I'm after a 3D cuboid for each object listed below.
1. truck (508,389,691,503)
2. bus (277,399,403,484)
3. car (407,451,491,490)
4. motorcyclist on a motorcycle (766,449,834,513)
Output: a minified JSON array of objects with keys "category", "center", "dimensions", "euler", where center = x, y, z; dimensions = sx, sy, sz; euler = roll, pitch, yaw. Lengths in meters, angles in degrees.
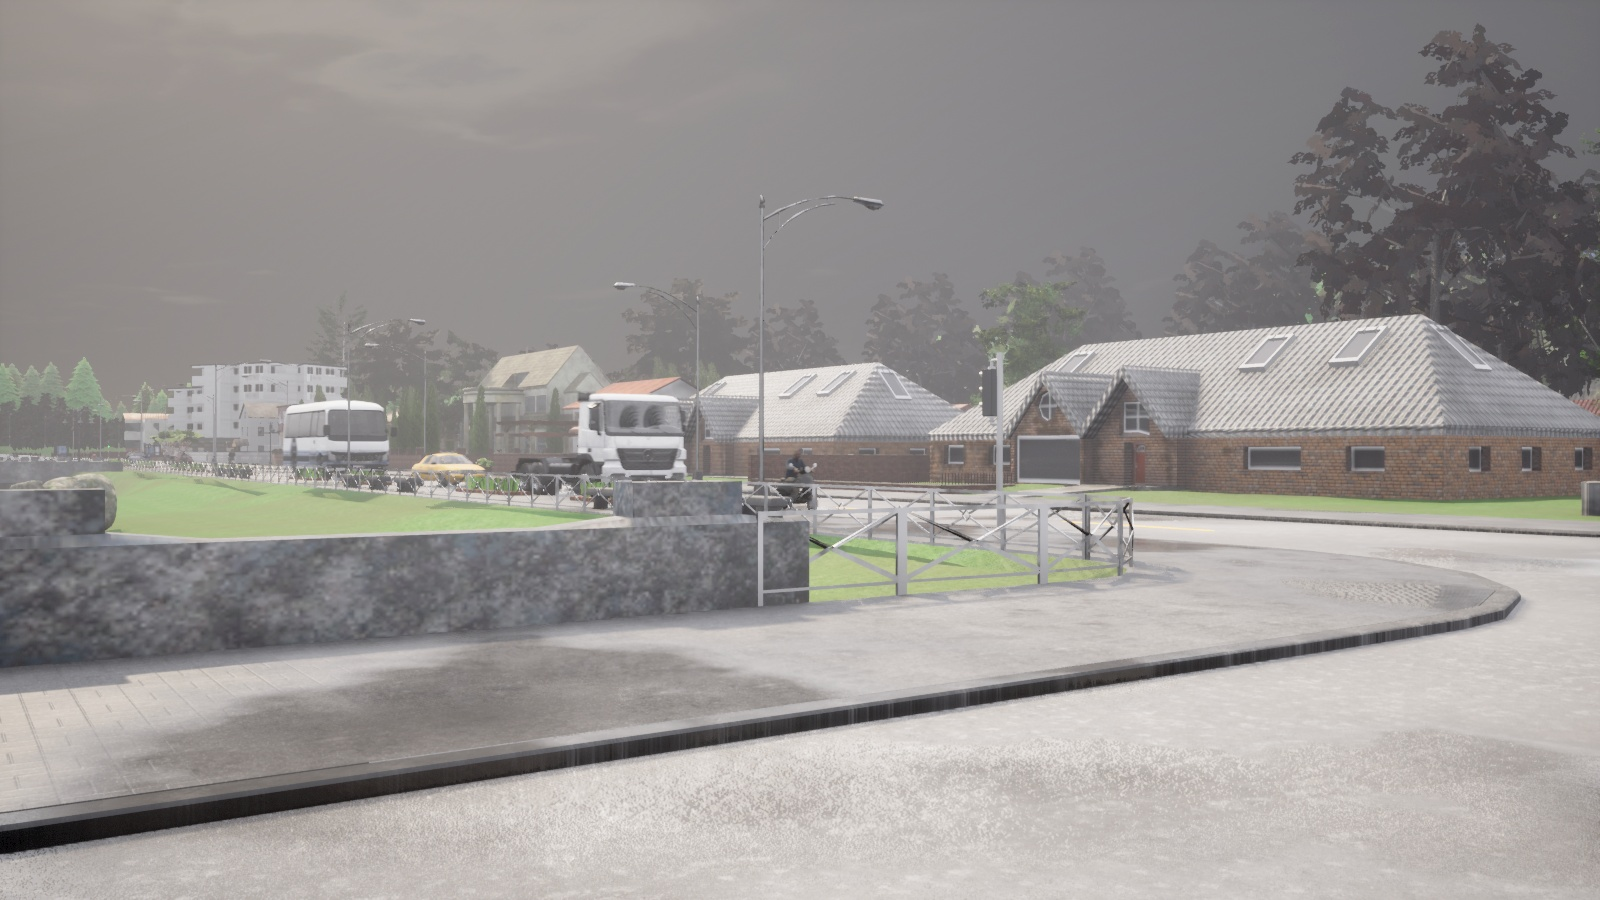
[{"category":"truck","center":[-6.899,-0.119,42.154],"dimensions":[2.891,3.462,7.936],"euler":[0,0,-35]},{"category":"bus","center":[-25.240,-0.410,68.492],"dimensions":[3.944,4.253,10.273],"euler":[0,0,-35]},{"category":"car","center":[-15.121,0.848,53.962],"dimensions":[1.801,1.575,5.366],"euler":[0,0,-35]},{"category":"motorcyclist on a motorcycle","center":[-0.014,0.777,32.267],"dimensions":[0.866,1.590,1.817],"euler":[0,0,-35]}]
